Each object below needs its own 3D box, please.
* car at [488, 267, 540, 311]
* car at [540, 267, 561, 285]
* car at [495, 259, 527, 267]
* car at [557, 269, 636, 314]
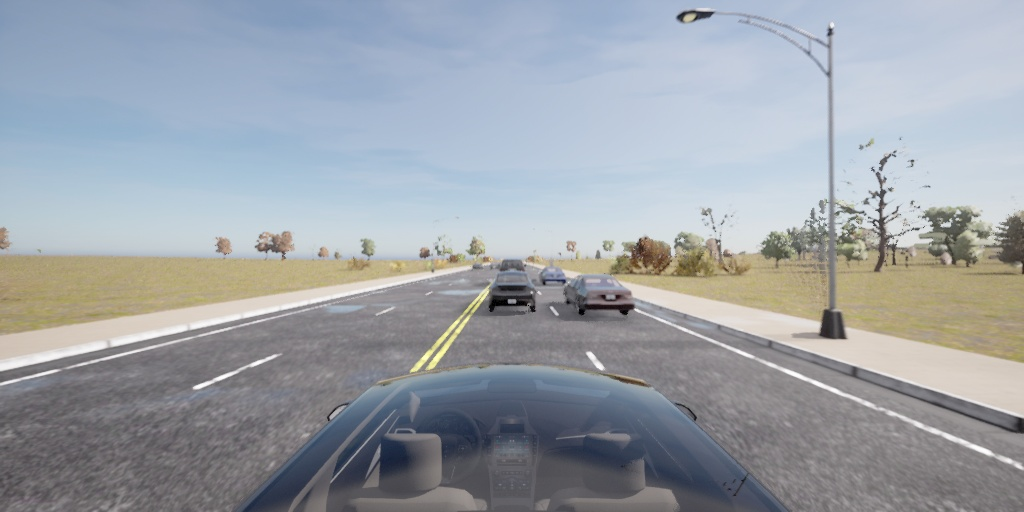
[{"bbox_3d":[0.023,1.396,15.341,1.837,1.490,4.892,0,0,0],"label":"car"},{"bbox_3d":[3.267,1.574,29.365,2.033,1.411,5.357,0,-1,0],"label":"car"},{"bbox_3d":[0.018,1.251,29.414,2.150,2.045,5.566,0,0,0],"label":"car"},{"bbox_3d":[3.264,1.427,14.374,2.033,1.411,5.357,0,-1,0],"label":"car"}]
